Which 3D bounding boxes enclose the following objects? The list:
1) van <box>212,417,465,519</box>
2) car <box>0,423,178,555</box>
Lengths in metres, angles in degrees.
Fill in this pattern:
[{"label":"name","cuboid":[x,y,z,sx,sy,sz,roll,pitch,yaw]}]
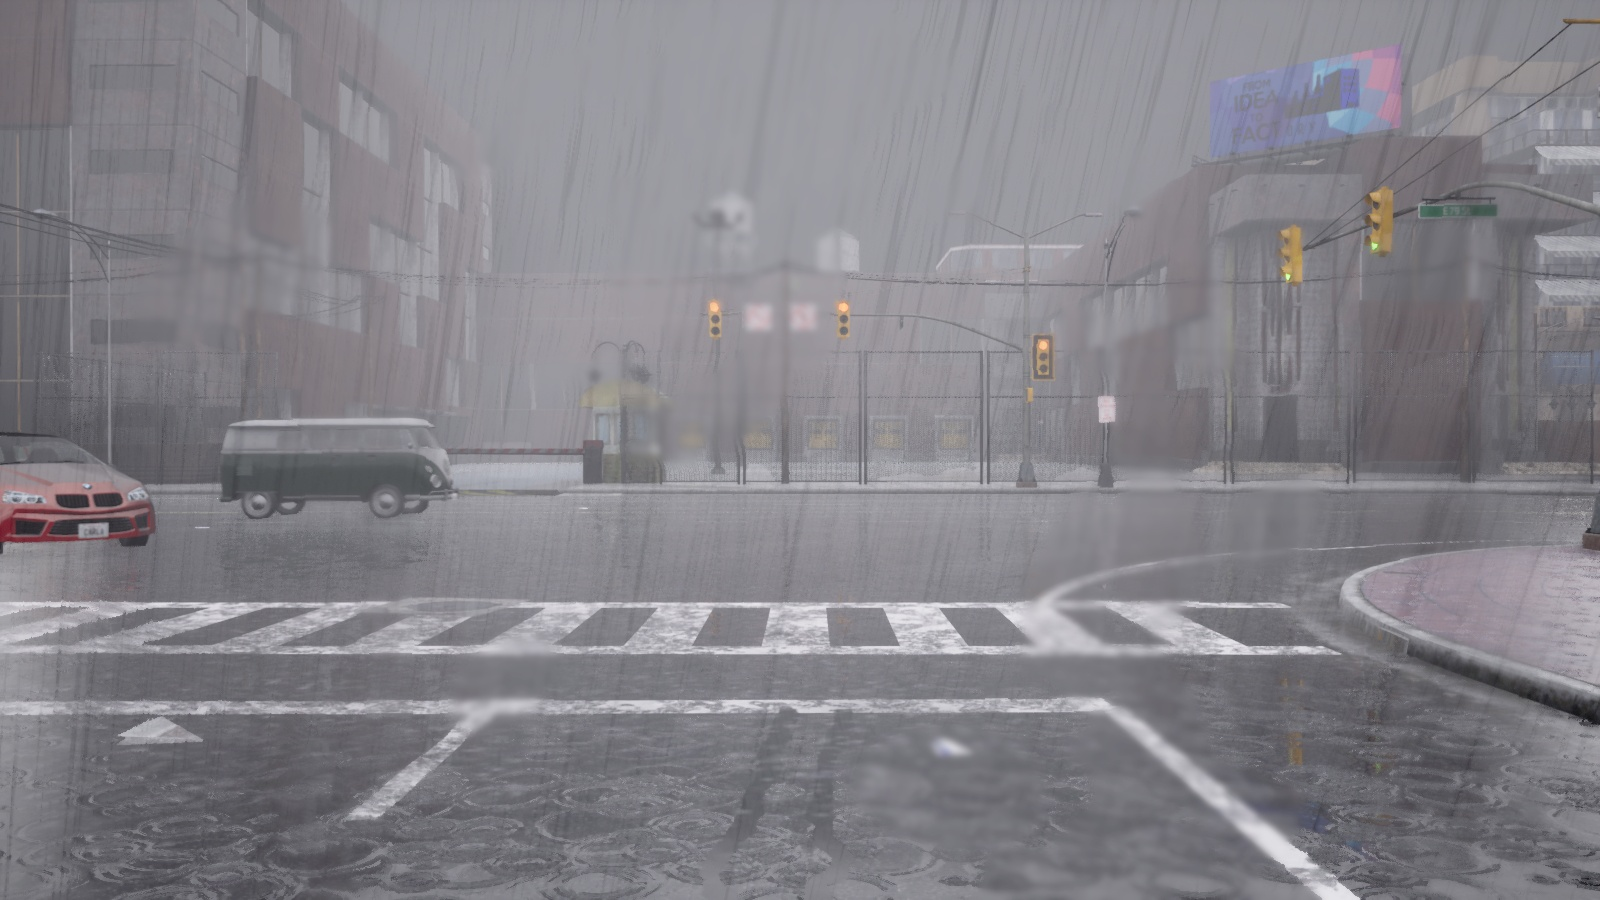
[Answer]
[{"label":"van","cuboid":[-9.214,0.349,25.312,4.442,1.987,1.775,0,0,0]},{"label":"car","cuboid":[-11.304,0.479,18.096,4.611,1.667,2.242,0,0,35]}]
